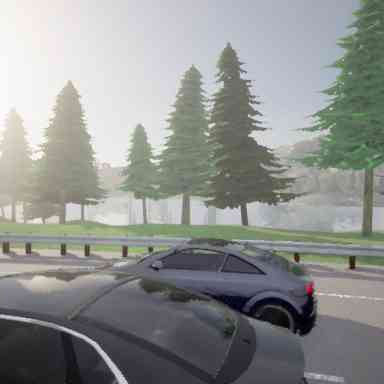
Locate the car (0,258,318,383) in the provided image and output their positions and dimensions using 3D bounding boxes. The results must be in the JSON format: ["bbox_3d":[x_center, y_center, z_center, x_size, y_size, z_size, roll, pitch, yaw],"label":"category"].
[{"bbox_3d":[-1.520,1.503,2.897,4.892,1.490,1.837,0,0,14],"label":"car"}]

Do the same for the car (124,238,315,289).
[{"bbox_3d":[0.065,1.563,6.062,4.181,1.385,1.994,0,0,15],"label":"car"}]
